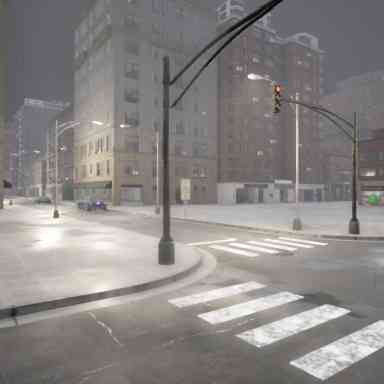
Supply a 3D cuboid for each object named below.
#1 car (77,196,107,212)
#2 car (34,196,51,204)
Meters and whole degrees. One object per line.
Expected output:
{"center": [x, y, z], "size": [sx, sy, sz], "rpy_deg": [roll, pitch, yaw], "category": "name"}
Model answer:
{"center": [-10.952, 1.186, 36.158], "size": [2.097, 1.767, 4.553], "rpy_deg": [0, 0, -36], "category": "car"}
{"center": [-25.380, 1.287, 56.348], "size": [1.994, 1.385, 4.181], "rpy_deg": [0, 0, -36], "category": "car"}
